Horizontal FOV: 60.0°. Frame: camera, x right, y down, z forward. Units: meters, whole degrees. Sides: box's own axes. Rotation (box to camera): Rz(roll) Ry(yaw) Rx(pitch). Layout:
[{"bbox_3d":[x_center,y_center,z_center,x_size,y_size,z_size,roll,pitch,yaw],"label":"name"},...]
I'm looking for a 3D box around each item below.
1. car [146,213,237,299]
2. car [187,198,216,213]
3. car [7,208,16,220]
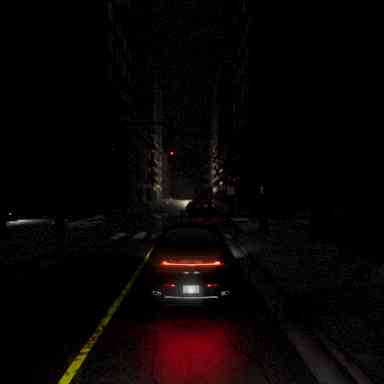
[{"bbox_3d":[-0.016,1.507,8.412,1.837,1.490,4.892,0,0,0],"label":"car"},{"bbox_3d":[0.852,1.397,34.053,2.097,1.767,4.553,0,0,-14],"label":"car"},{"bbox_3d":[-15.166,1.388,24.094,4.181,1.385,1.994,1,0,-1],"label":"car"}]
